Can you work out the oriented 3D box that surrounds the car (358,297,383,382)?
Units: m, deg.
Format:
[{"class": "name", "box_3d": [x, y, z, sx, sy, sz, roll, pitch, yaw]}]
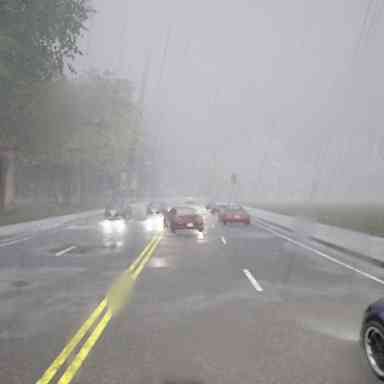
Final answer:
[{"class": "car", "box_3d": [3.233, 1.575, 2.790, 1.994, 1.385, 4.181, 0, 0, 0]}]

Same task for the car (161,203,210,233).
[{"class": "car", "box_3d": [-0.542, 1.605, 20.079, 1.812, 1.442, 4.674, -1, 0, -12]}]

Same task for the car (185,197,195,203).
[{"class": "car", "box_3d": [-0.398, 1.896, 68.921, 1.895, 1.301, 4.718, 0, 0, 0]}]

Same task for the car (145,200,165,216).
[{"class": "car", "box_3d": [-3.568, 1.627, 33.876, 2.128, 1.511, 4.902, 0, 0, 0]}]

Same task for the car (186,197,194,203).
[{"class": "car", "box_3d": [-0.539, 1.879, 81.182, 1.812, 1.442, 4.674, 0, 0, 0]}]

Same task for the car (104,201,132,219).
[{"class": "car", "box_3d": [-6.801, 1.616, 31.022, 2.128, 1.511, 4.902, 0, 0, 0]}]

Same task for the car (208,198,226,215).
[{"class": "car", "box_3d": [3.013, 1.668, 35.790, 1.812, 1.442, 4.674, 0, 0, 0]}]

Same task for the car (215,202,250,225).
[{"class": "car", "box_3d": [3.087, 1.661, 24.790, 1.994, 1.385, 4.181, 0, 0, 0]}]

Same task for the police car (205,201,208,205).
[{"class": "police car", "box_3d": [2.940, 1.695, 46.790, 2.038, 1.542, 4.974, 0, 0, 0]}]
